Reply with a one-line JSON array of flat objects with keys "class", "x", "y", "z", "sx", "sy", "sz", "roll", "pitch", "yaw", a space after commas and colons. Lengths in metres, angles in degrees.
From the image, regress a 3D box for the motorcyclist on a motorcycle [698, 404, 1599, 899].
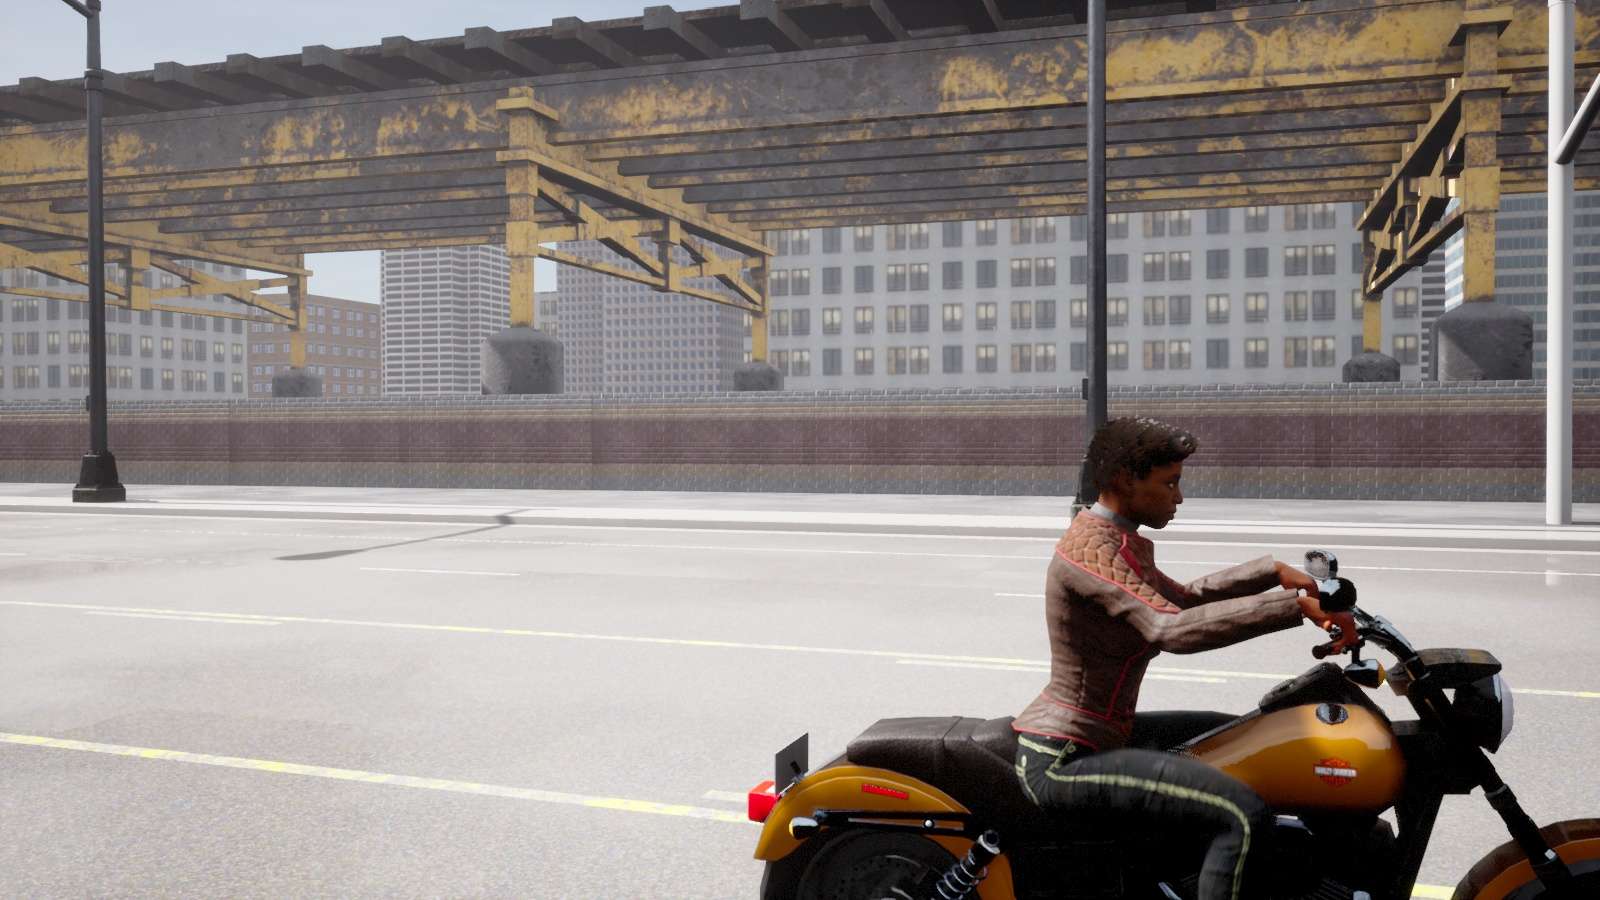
[{"class": "motorcyclist on a motorcycle", "x": 1.001, "y": 0.733, "z": 2.889, "sx": 2.350, "sy": 1.649, "sz": 0.766, "roll": 0, "pitch": 1, "yaw": 20}]
